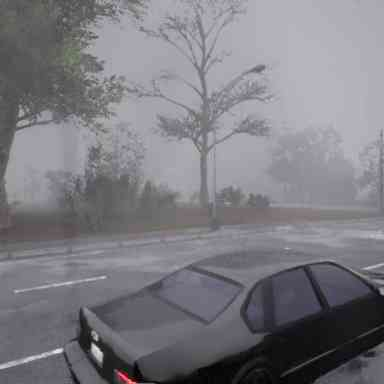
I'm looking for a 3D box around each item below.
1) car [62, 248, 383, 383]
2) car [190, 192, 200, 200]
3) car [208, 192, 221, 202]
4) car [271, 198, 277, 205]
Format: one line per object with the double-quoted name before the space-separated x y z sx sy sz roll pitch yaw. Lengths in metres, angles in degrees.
"car" 1.161 1.526 4.549 5.357 1.411 2.033 0 0 -35
"car" 1.260 0.953 69.986 2.150 2.045 5.566 0 0 -22
"car" 5.255 1.044 69.331 2.150 2.045 5.566 0 0 -23
"car" 11.857 1.318 54.461 1.837 1.490 4.892 0 0 -25
